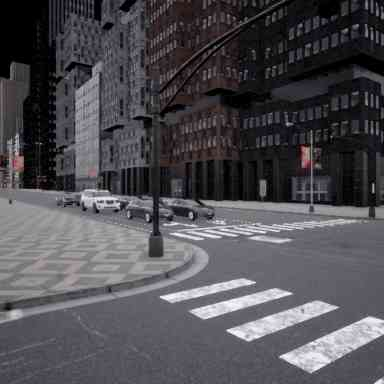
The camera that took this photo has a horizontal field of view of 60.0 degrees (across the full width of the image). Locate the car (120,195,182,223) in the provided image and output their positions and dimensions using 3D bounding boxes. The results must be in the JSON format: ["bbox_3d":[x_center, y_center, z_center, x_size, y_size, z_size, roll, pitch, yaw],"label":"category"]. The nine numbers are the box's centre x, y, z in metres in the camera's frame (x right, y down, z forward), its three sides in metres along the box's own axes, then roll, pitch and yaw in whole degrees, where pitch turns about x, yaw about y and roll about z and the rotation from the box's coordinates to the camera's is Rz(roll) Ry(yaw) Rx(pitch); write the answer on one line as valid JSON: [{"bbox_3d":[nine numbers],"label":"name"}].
[{"bbox_3d":[-3.013,1.240,23.299,1.837,1.490,4.892,0,1,-36],"label":"car"}]

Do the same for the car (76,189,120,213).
[{"bbox_3d":[-8.698,0.819,31.185,2.150,2.045,5.566,0,1,-36],"label":"car"}]

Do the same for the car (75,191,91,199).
[{"bbox_3d":[-21.843,0.563,66.416,1.812,1.442,4.674,0,1,-36],"label":"car"}]

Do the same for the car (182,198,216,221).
[{"bbox_3d":[-0.248,1.239,24.979,1.837,1.490,4.892,0,1,-38],"label":"car"}]

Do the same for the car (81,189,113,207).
[{"bbox_3d":[-11.835,0.671,41.111,2.150,2.045,5.566,0,1,-35],"label":"car"}]

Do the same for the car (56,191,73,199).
[{"bbox_3d":[-25.046,0.589,65.300,1.994,1.385,4.181,0,1,-36],"label":"car"}]

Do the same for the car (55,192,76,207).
[{"bbox_3d":[-14.909,0.990,39.808,2.033,1.411,5.357,0,1,-36],"label":"car"}]

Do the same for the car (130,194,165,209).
[{"bbox_3d":[-5.125,1.050,37.682,1.837,1.490,4.892,0,1,-36],"label":"car"}]
